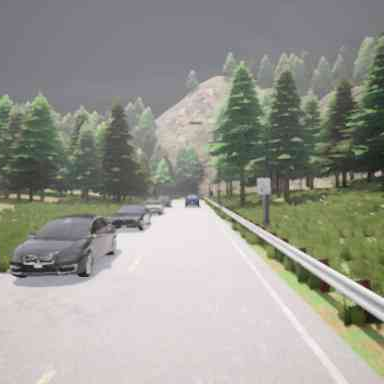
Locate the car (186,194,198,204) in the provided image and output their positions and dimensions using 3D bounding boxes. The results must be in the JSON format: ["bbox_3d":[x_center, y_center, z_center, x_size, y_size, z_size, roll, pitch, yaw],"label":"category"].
[{"bbox_3d":[0.046,1.081,53.503,1.882,1.535,5.008,-1,0,0],"label":"car"}]

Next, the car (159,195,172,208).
[{"bbox_3d":[-3.522,1.226,41.872,1.837,1.490,4.892,-1,2,1],"label":"car"}]

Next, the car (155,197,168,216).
[{"bbox_3d":[-3.573,1.417,30.316,1.895,1.301,4.718,-1,0,0],"label":"car"}]

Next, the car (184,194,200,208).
[{"bbox_3d":[0.034,1.161,43.126,1.882,1.535,5.008,-1,0,0],"label":"car"}]

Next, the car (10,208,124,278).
[{"bbox_3d":[-3.599,1.477,10.201,1.837,1.490,4.892,-1,0,0],"label":"car"}]

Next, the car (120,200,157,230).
[{"bbox_3d":[-3.586,1.441,20.250,2.033,1.411,5.357,-1,0,0],"label":"car"}]
